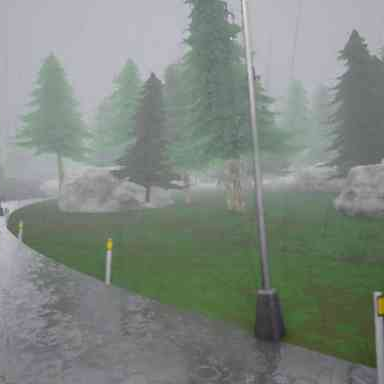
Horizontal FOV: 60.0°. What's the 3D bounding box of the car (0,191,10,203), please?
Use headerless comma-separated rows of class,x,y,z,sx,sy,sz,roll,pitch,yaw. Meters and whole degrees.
car,-21.738,0.557,36.414,2.128,1.511,4.902,-3,2,-8
